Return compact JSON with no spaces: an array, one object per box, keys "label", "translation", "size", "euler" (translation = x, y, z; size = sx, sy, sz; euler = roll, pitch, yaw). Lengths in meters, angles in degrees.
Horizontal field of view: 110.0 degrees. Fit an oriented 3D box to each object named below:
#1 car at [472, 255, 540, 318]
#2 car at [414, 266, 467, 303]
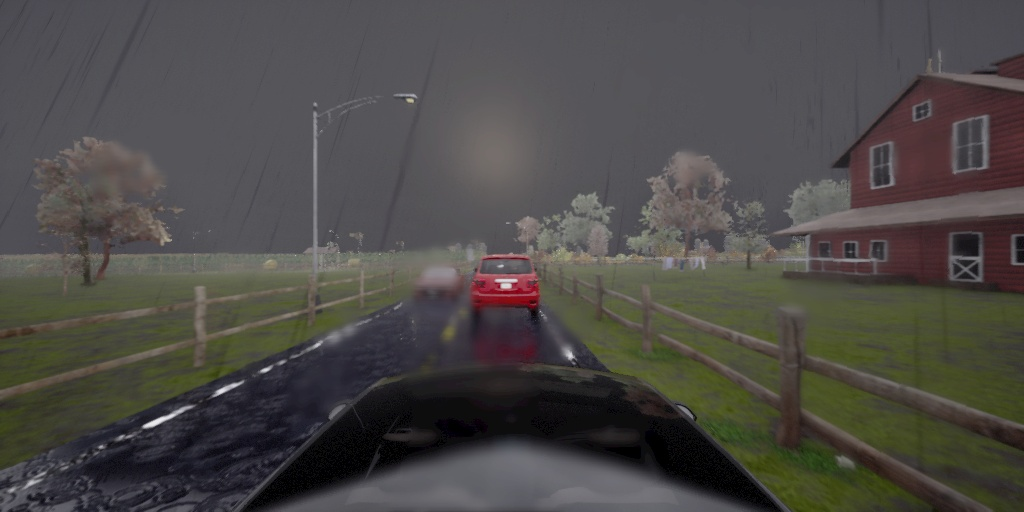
[{"label":"car","translation":[-0.229,0.977,13.203],"size":[2.150,2.045,5.566],"euler":[0,0,-1]},{"label":"car","translation":[-3.267,1.235,17.053],"size":[1.882,1.535,5.008],"euler":[0,0,-1]}]
